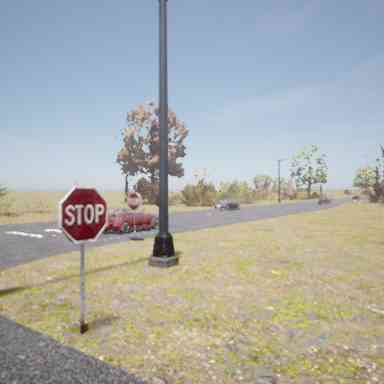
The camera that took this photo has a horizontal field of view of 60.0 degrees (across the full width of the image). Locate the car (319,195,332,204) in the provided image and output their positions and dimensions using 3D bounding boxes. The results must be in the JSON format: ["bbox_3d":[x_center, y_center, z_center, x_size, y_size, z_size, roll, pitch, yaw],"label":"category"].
[{"bbox_3d":[28.119,1.660,70.353,2.097,1.767,4.553,0,0,27],"label":"car"}]

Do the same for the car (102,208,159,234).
[{"bbox_3d":[-3.750,1.700,20.561,1.994,1.385,4.181,0,0,35],"label":"car"}]

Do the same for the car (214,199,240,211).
[{"bbox_3d":[4.870,1.739,45.476,2.128,1.511,4.902,0,0,34],"label":"car"}]
